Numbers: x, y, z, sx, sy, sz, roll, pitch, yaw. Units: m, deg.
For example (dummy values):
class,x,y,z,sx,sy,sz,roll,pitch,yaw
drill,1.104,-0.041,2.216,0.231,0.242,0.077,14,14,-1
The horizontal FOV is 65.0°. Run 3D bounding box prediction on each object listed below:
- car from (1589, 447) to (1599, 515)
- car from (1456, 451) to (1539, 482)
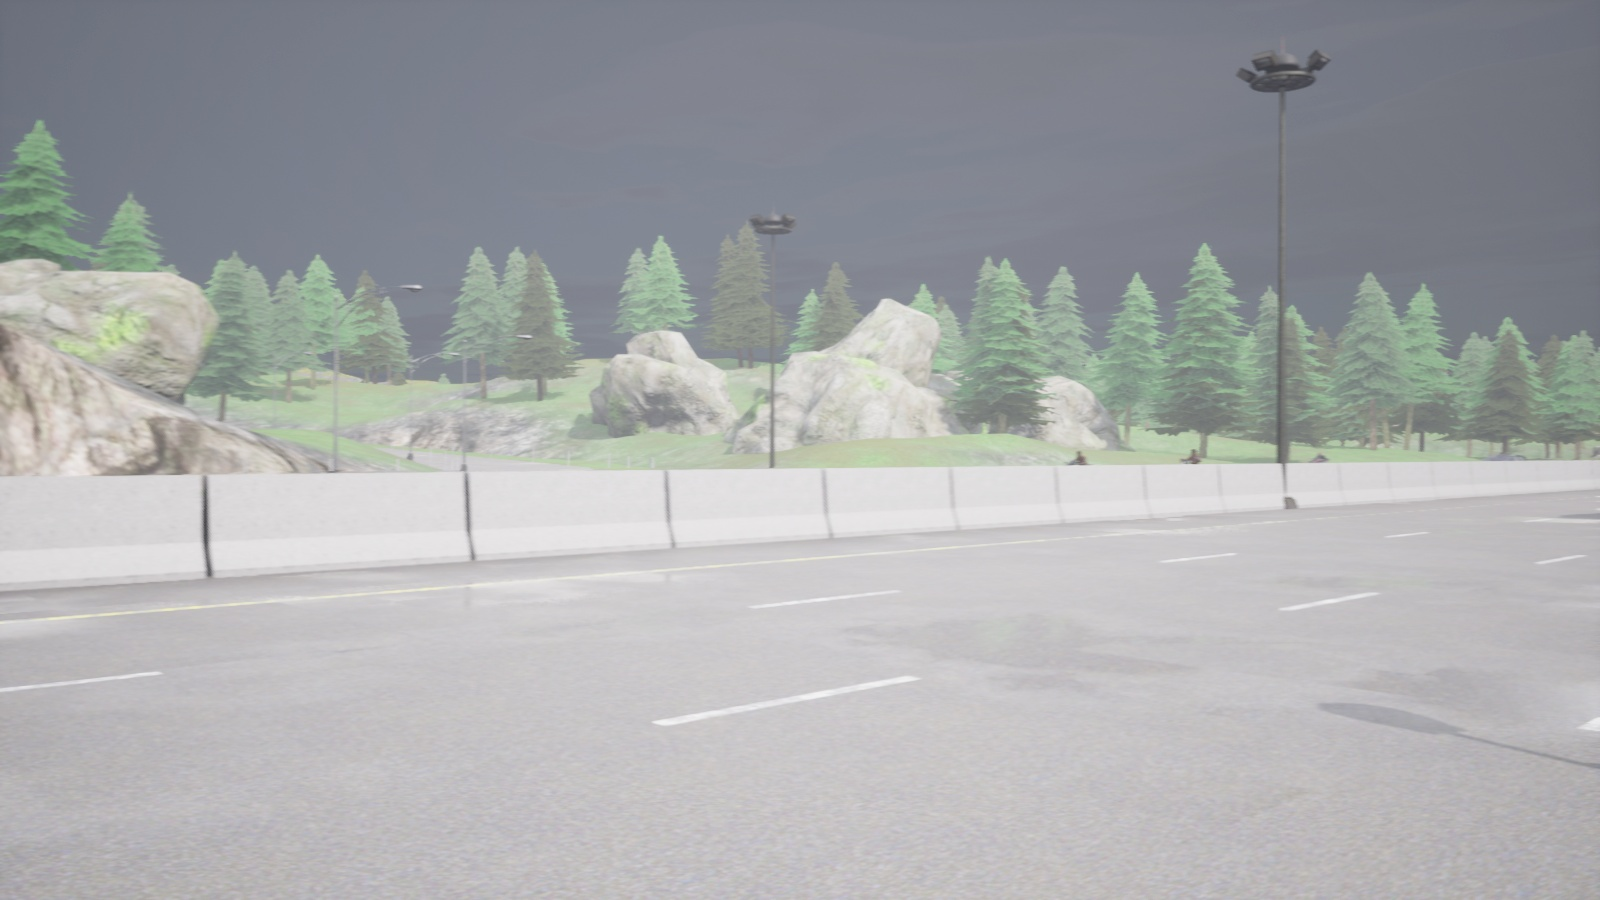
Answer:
class,x,y,z,sx,sy,sz,roll,pitch,yaw
car,20.182,0.684,29.032,4.902,1.511,2.128,0,0,-43
car,34.163,0.772,61.454,5.357,1.411,2.033,0,0,-43
